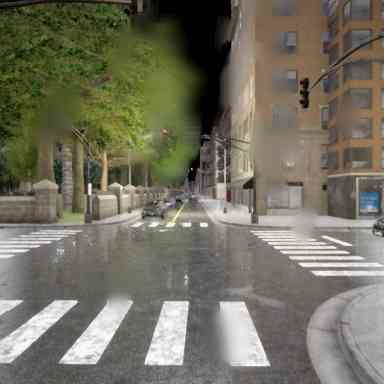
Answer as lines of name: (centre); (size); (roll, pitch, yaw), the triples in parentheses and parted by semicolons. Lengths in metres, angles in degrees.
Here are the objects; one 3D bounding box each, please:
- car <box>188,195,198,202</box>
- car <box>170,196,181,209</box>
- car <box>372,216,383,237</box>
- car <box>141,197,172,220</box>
car: (0.205, 1.424, 70.737); (1.812, 1.442, 4.674); (0, 0, 0)
car: (-2.994, 1.443, 44.068); (2.128, 1.511, 4.902); (0, 0, 0)
car: (11.004, 1.366, 15.548); (4.553, 1.767, 2.097); (0, 0, 0)
car: (-3.088, 1.488, 28.299); (1.837, 1.490, 4.892); (0, 0, 1)
